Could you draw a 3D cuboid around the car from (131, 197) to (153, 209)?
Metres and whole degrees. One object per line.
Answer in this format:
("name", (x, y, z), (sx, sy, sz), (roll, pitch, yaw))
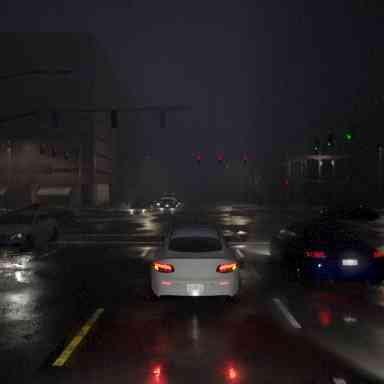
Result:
("car", (-7.095, 1.478, 46.105), (1.882, 1.535, 5.008), (0, 0, 1))

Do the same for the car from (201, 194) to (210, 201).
("car", (3.552, 1.316, 86.961), (2.097, 1.767, 4.553), (0, 0, 0))

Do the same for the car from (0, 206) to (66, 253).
("car", (-6.984, 1.526, 13.750), (1.812, 1.442, 4.674), (1, 0, -4))

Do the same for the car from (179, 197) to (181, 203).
("car", (-3.534, 1.478, 60.591), (1.882, 1.535, 5.008), (0, 0, 0))

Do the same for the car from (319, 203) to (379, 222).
("car", (11.979, 1.508, 25.552), (4.181, 1.385, 1.994), (0, 0, 0))

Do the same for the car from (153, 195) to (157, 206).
("car", (-7.053, 1.547, 55.869), (2.033, 1.411, 5.357), (0, 0, 0))

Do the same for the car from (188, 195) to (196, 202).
("car", (0.047, 1.518, 77.881), (2.128, 1.511, 4.902), (0, 0, 0))

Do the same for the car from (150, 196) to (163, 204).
("car", (-6.995, 1.564, 65.825), (1.994, 1.385, 4.181), (0, 0, 1))

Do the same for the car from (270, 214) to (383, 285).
("car", (3.584, 1.564, 9.538), (1.994, 1.385, 4.181), (0, 0, 0))

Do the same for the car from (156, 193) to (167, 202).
("car", (-6.954, 1.225, 76.516), (2.150, 2.045, 5.566), (0, 0, 0))

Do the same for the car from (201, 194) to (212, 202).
("car", (3.547, 1.546, 78.436), (1.994, 1.385, 4.181), (0, 0, 0))

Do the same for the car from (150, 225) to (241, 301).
("car", (0.075, 1.526, 8.171), (1.812, 1.442, 4.674), (0, 0, 0))

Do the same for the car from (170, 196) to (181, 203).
("car", (-3.458, 1.553, 70.428), (1.994, 1.385, 4.181), (0, 0, 0))

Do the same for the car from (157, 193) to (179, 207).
("car", (-3.557, 1.222, 50.588), (2.150, 2.045, 5.566), (0, 0, 0))

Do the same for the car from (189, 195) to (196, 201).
("car", (0.052, 1.493, 87.208), (1.812, 1.442, 4.674), (0, 0, 0))

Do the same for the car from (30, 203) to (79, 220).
("car", (-11.448, 1.564, 26.320), (4.718, 1.301, 1.895), (1, 0, -9))
